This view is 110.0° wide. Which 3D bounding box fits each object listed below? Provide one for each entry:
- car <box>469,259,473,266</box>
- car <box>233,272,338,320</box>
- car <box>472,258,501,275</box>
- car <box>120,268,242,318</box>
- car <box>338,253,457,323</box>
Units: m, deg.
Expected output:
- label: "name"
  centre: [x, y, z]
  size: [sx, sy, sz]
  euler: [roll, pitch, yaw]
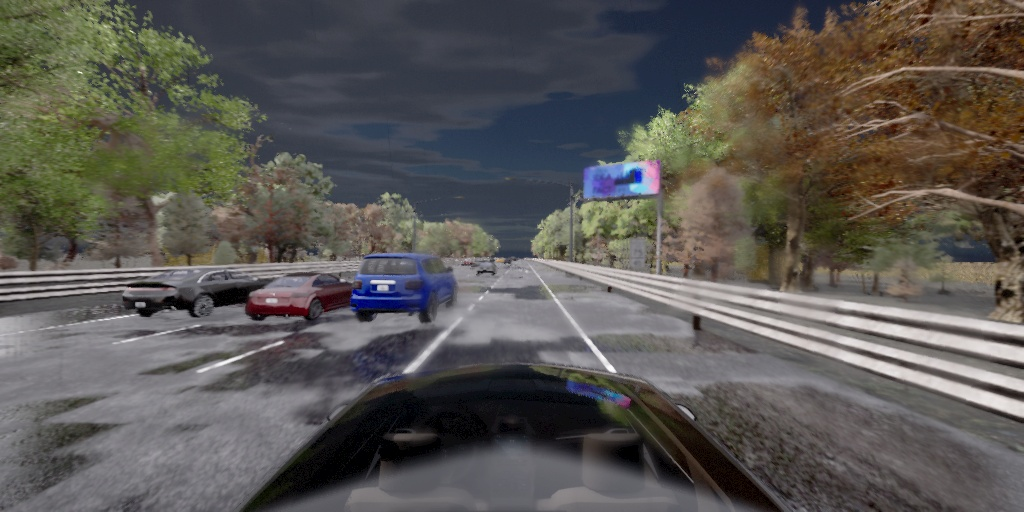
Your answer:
- label: "car"
  centre: [-5.412, 1.199, 59.991]
  size: [2.128, 1.511, 4.902]
  euler: [0, 0, 2]
- label: "car"
  centre: [-6.841, 1.256, 12.298]
  size: [1.994, 1.385, 4.181]
  euler: [0, 0, 2]
- label: "car"
  centre: [-2.581, 1.269, 37.804]
  size: [2.033, 1.411, 5.357]
  euler: [0, 0, 2]
- label: "car"
  centre: [-10.337, 1.155, 12.471]
  size: [2.128, 1.511, 4.902]
  euler: [0, 0, 2]
- label: "car"
  centre: [-3.345, 0.943, 12.185]
  size: [2.150, 2.045, 5.566]
  euler: [0, 0, 2]
